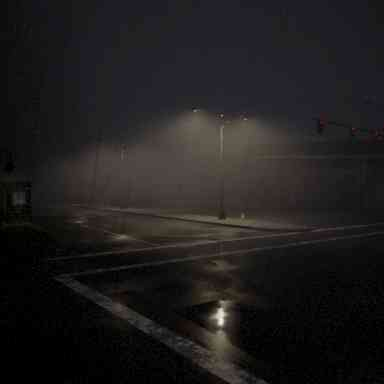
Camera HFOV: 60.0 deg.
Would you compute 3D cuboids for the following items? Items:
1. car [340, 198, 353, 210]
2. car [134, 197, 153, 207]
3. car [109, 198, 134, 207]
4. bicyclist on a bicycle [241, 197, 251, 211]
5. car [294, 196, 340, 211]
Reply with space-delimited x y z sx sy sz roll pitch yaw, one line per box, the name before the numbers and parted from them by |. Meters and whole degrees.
car | 18.189 1.456 42.048 1.970 1.475 3.806 0 0 -35
car | -8.196 1.547 52.752 2.033 1.411 5.357 0 0 -35
car | -11.061 1.564 50.741 1.994 1.385 4.181 0 0 -35
bicyclist on a bicycle | 6.346 1.430 39.768 1.656 1.620 0.582 -6 -7 -37
car | 13.923 1.295 38.125 2.242 1.667 4.611 0 0 -35
